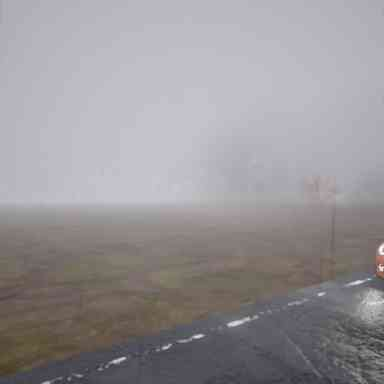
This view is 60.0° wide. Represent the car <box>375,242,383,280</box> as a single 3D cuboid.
[{"bbox_3d":[6.558,1.317,8.416,4.553,1.767,2.097,0,0,-38],"label":"car"}]
